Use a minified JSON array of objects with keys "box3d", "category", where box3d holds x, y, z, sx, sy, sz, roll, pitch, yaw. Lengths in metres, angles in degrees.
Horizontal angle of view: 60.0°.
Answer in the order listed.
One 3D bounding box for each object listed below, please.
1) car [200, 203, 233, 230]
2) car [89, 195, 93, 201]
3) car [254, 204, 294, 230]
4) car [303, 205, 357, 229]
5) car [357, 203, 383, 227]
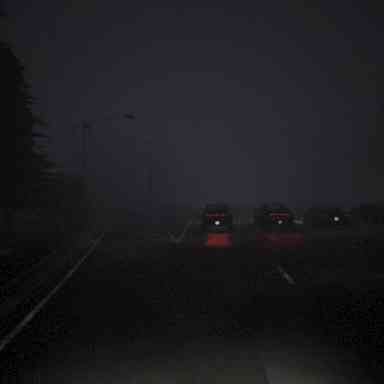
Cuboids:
[{"box3d":[1.578,1.502,21.313,1.837,1.490,4.892,0,0,3],"category":"car"},{"box3d":[-26.560,1.431,84.028,2.097,1.767,4.553,0,0,-30],"category":"car"},{"box3d":[5.066,1.479,20.997,2.128,1.511,4.902,0,0,3],"category":"car"},{"box3d":[8.605,1.541,21.537,1.994,1.385,4.181,0,0,3],"category":"car"},{"box3d":[12.147,1.444,22.209,1.882,1.535,5.008,0,0,3],"category":"car"}]
